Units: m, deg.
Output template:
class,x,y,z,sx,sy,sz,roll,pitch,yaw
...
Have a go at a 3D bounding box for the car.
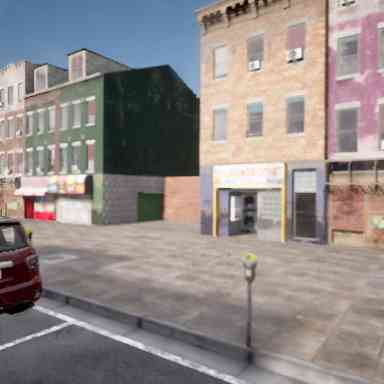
class,x,y,z,sx,sy,sz,roll,pitch,yaw
car,-4.874,1.323,6.279,5.009,1.841,2.192,0,0,36
